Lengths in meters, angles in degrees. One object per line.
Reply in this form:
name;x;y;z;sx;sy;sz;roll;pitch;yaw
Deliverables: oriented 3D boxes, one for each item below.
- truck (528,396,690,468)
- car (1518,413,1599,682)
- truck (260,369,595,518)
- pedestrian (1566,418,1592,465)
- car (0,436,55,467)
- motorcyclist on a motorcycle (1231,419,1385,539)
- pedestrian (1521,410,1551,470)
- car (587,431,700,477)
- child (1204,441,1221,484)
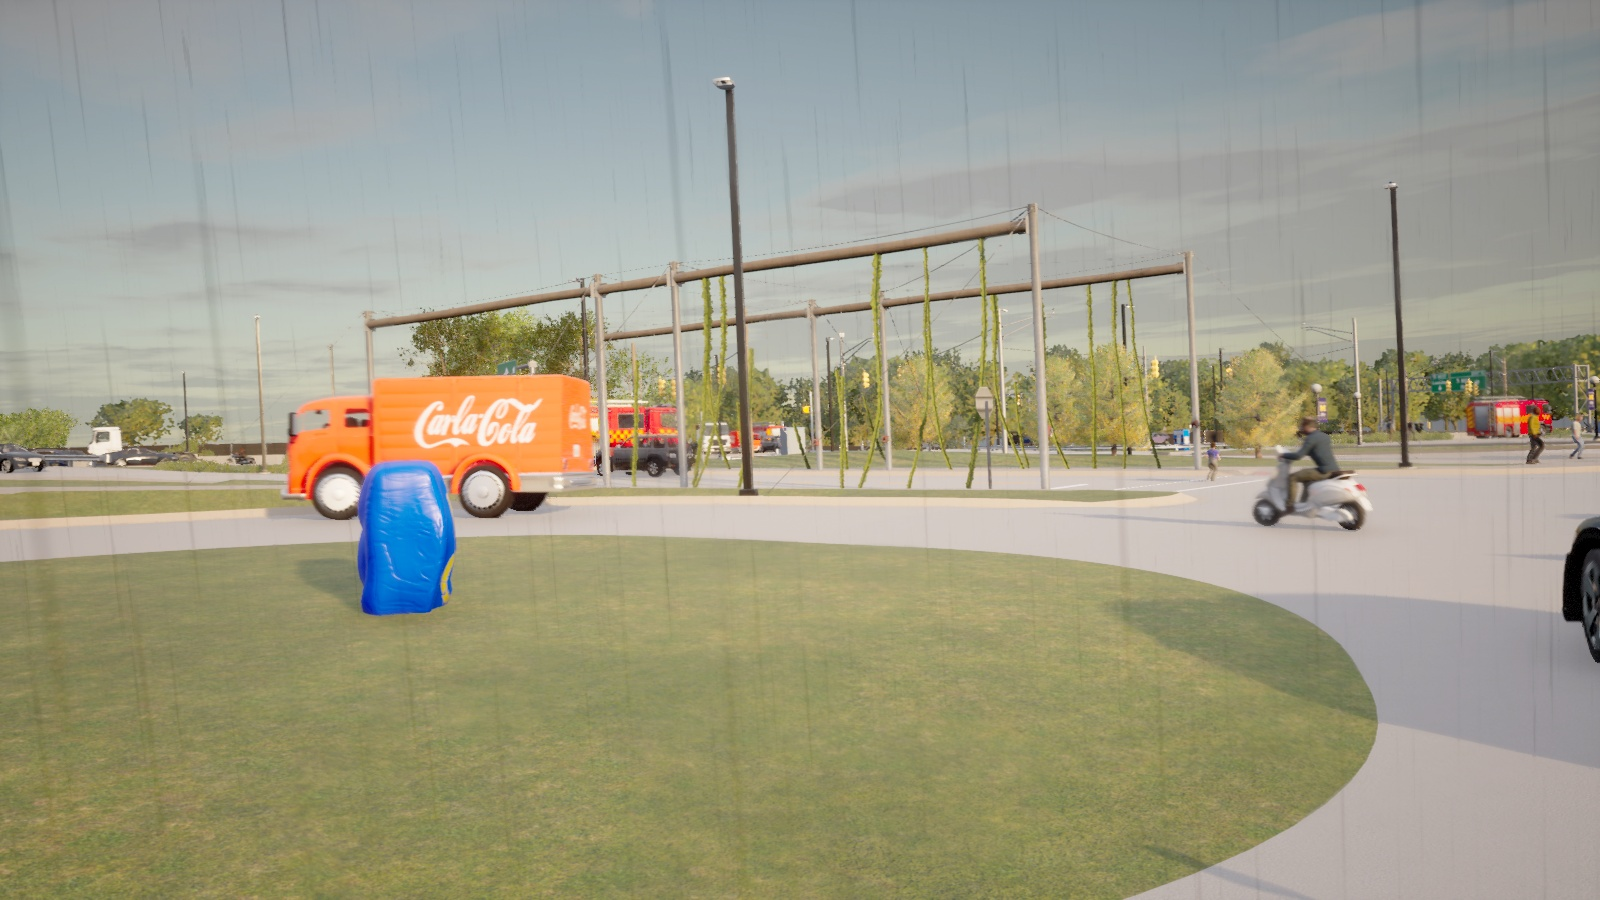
truck;-10.640;-0.994;70.459;8.468;3.827;2.891;0;-1;-30
car;5.752;0.638;6.448;2.033;1.649;4.856;-1;2;10
truck;-6.589;-0.086;22.721;5.204;2.467;2.627;-1;-1;4
pedestrian;30.611;-0.341;49.354;0.354;1.836;0.706;-2;0;-35
car;-41.882;0.070;66.028;4.902;1.511;2.128;1;2;23
motorcyclist on a motorcycle;7.198;0.387;17.858;0.866;1.590;1.817;-3;2;-36
pedestrian;22.955;-0.300;39.160;0.726;1.835;0.370;-2;0;29
car;-6.641;0.156;53.080;4.605;1.855;1.932;0;2;34
child;12.303;0.375;37.463;0.437;1.263;0.270;-3;0;-43
